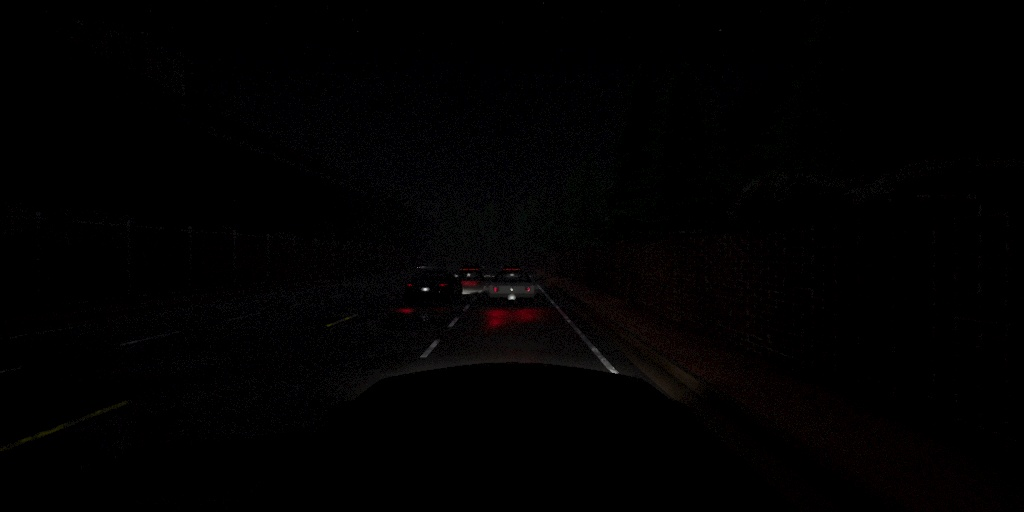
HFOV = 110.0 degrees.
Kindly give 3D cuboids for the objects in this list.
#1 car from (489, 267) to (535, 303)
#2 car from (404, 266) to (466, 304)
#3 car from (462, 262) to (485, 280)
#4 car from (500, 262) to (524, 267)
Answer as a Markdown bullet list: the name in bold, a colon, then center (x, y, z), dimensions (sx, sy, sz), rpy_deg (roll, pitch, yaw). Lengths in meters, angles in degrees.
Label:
- **car**: center (0.000, 1.363, 16.530), dimensions (1.895, 1.301, 4.718), rpy_deg (0, 0, 0)
- **car**: center (-3.500, 1.319, 16.500), dimensions (1.994, 1.385, 4.181), rpy_deg (0, 0, 0)
- **car**: center (-3.500, 1.264, 31.500), dimensions (1.837, 1.490, 4.892), rpy_deg (0, 0, 0)
- **car**: center (0.000, 1.264, 31.500), dimensions (1.837, 1.490, 4.892), rpy_deg (0, 0, 0)
